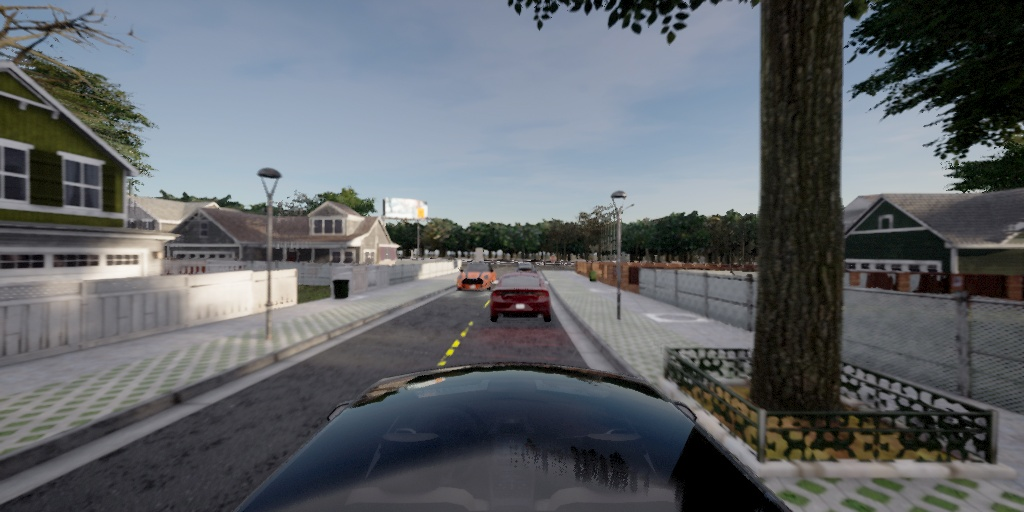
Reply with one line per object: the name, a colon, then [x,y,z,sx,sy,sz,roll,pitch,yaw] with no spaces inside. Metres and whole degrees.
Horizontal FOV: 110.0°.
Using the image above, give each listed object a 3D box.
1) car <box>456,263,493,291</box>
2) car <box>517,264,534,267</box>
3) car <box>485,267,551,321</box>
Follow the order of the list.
car: [-2.196,1.239,23.193,2.097,1.767,4.553,0,0,3]
car: [1.173,1.414,31.236,1.837,1.490,4.892,0,0,3]
car: [0.324,1.319,12.879,1.882,1.535,5.008,0,0,2]
